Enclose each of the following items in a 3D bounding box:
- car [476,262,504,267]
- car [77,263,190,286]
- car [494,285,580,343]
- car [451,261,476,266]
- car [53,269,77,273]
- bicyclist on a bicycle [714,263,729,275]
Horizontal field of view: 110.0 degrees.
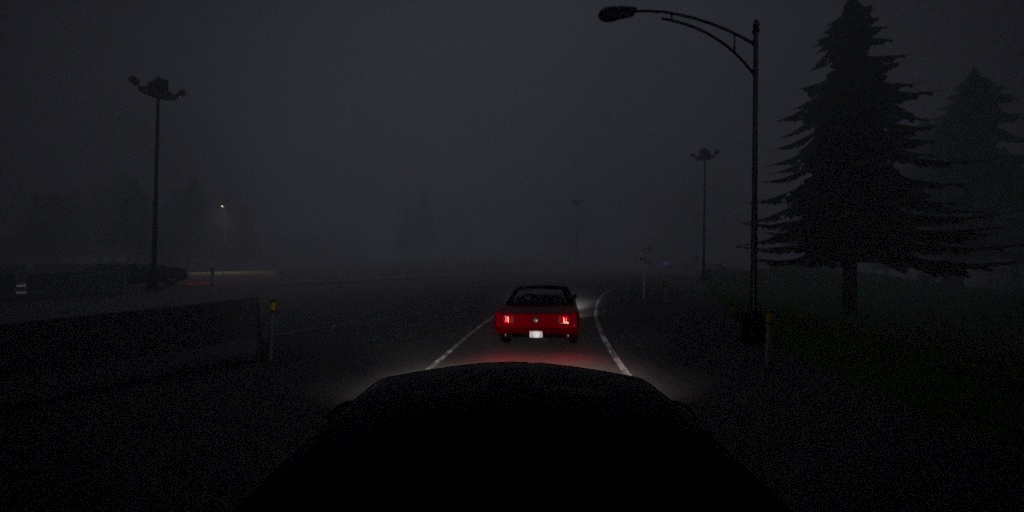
[{"bbox_3d":[-2.511,1.487,51.513,1.895,1.301,4.718,0,0,38],"label":"car"},{"bbox_3d":[-24.406,1.254,23.459,2.128,1.511,4.902,0,0,38],"label":"car"},{"bbox_3d":[0.868,1.450,9.980,1.895,1.301,4.718,-1,-1,9],"label":"car"},{"bbox_3d":[-7.453,1.457,56.550,1.895,1.301,4.718,0,0,38],"label":"car"},{"bbox_3d":[-30.716,1.265,26.764,1.812,1.442,4.674,1,0,38],"label":"car"},{"bbox_3d":[28.401,1.776,48.787,1.656,1.620,0.582,4,1,38],"label":"bicyclist on a bicycle"}]
